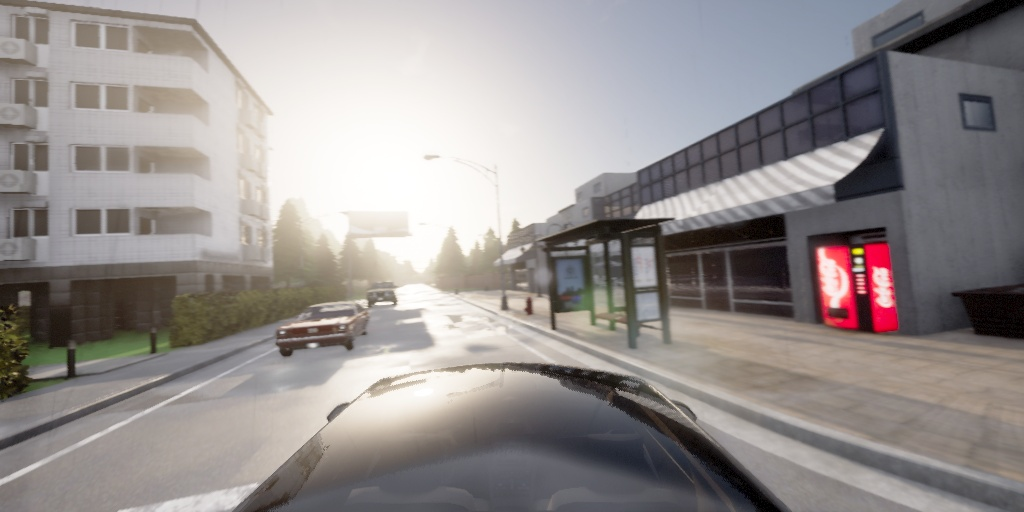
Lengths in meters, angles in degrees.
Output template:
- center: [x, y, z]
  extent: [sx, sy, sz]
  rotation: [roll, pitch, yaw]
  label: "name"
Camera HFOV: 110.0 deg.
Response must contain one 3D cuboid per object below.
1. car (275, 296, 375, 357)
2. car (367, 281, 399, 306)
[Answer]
- center: [-5.839, 2.199, 11.605]
  extent: [1.895, 1.301, 4.718]
  rotation: [-3, -3, -15]
  label: "car"
- center: [-10.786, 3.127, 30.159]
  extent: [2.150, 2.045, 5.566]
  rotation: [-3, -3, -15]
  label: "car"
